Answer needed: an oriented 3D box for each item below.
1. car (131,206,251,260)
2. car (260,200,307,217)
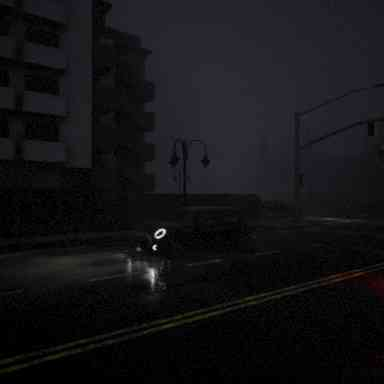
[{"bbox_3d":[0.039,1.353,12.561,4.553,1.767,2.097,0,0,-35],"label":"car"},{"bbox_3d":[8.433,1.490,31.307,2.128,1.511,4.902,0,0,-37],"label":"car"}]
